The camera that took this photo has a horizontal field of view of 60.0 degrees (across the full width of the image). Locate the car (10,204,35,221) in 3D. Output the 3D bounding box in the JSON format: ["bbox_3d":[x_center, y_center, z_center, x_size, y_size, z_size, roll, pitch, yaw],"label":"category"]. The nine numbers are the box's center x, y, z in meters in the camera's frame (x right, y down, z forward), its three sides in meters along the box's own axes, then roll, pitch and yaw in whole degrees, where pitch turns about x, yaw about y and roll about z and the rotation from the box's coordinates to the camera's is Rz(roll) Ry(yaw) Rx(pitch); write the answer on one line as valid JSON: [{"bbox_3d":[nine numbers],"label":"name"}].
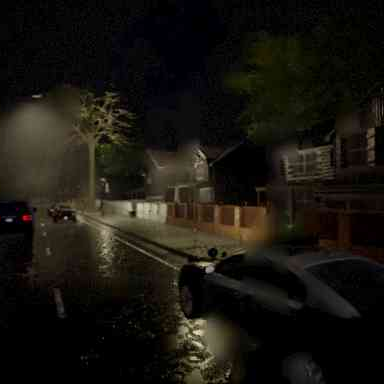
[{"bbox_3d":[-17.376,2.029,34.294,2.128,1.511,4.902,0,-1,-25],"label":"car"}]

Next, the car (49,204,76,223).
[{"bbox_3d":[-11.671,1.957,30.286,1.837,1.490,4.892,0,-1,-25],"label":"car"}]

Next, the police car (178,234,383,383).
[{"bbox_3d":[1.359,1.483,5.141,1.930,1.638,5.238,0,-1,-25],"label":"police car"}]

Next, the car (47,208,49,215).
[{"bbox_3d":[-16.292,2.168,40.118,1.994,1.385,4.181,0,-1,-25],"label":"car"}]

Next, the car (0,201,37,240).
[{"bbox_3d":[-10.043,1.511,18.614,2.150,2.045,5.566,0,-1,-25],"label":"car"}]
